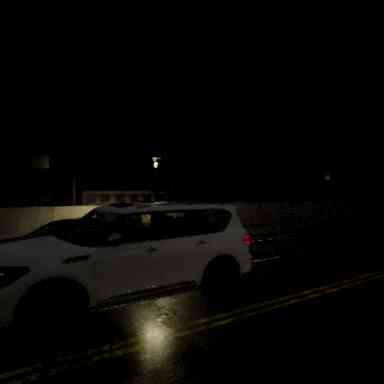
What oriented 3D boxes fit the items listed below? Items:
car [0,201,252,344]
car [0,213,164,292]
[{"bbox_3d":[-1.230,1.236,6.797,5.566,2.045,2.150,0,0,-35],"label":"car"},{"bbox_3d":[-3.431,1.490,9.220,5.008,1.535,1.882,0,0,-35],"label":"car"}]
